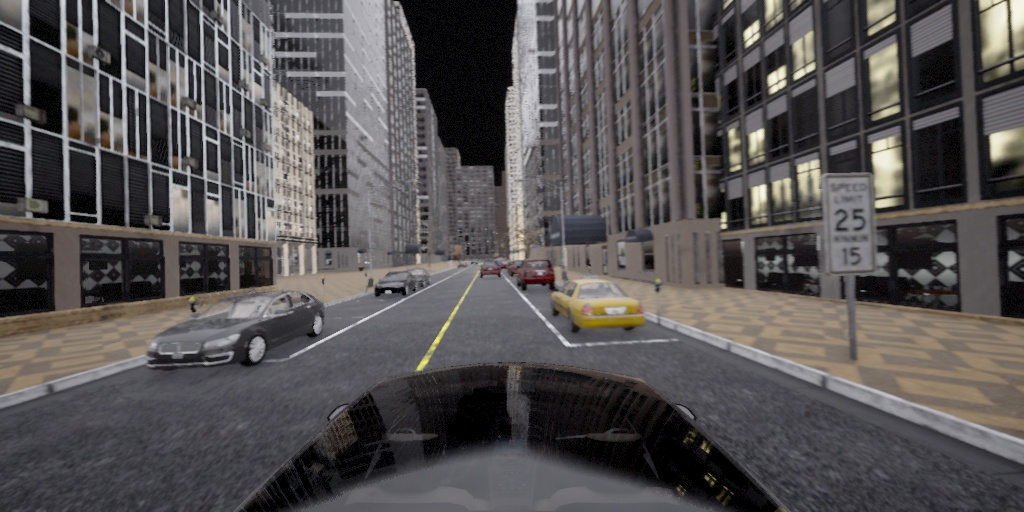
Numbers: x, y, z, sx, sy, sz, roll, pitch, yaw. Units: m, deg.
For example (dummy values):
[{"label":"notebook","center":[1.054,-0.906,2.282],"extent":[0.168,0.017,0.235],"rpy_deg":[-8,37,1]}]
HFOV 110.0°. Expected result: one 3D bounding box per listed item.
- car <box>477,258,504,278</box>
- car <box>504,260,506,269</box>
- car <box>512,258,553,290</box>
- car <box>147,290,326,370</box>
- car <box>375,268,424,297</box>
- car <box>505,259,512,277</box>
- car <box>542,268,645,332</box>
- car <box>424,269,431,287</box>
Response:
[{"label":"car","center":[-2.256,1.277,37.374],"extent":[2.097,1.767,4.553],"rpy_deg":[-2,0,-4]},{"label":"car","center":[0.342,1.361,44.701],"extent":[1.837,1.490,4.892],"rpy_deg":[-2,0,-4]},{"label":"car","center":[1.440,1.074,22.415],"extent":[2.192,1.841,5.009],"rpy_deg":[0,0,-4]},{"label":"car","center":[-5.967,1.520,8.427],"extent":[2.007,1.370,4.403],"rpy_deg":[0,0,-4]},{"label":"car","center":[-6.913,1.607,21.798],"extent":[1.948,1.339,4.313],"rpy_deg":[0,0,-4]},{"label":"car","center":[0.785,1.176,37.686],"extent":[2.097,1.767,4.553],"rpy_deg":[-2,0,-4]},{"label":"car","center":[2.220,1.223,10.492],"extent":[1.751,1.417,4.829],"rpy_deg":[0,0,-4]},{"label":"car","center":[-7.299,1.621,27.427],"extent":[2.007,1.370,4.403],"rpy_deg":[0,0,-4]}]
